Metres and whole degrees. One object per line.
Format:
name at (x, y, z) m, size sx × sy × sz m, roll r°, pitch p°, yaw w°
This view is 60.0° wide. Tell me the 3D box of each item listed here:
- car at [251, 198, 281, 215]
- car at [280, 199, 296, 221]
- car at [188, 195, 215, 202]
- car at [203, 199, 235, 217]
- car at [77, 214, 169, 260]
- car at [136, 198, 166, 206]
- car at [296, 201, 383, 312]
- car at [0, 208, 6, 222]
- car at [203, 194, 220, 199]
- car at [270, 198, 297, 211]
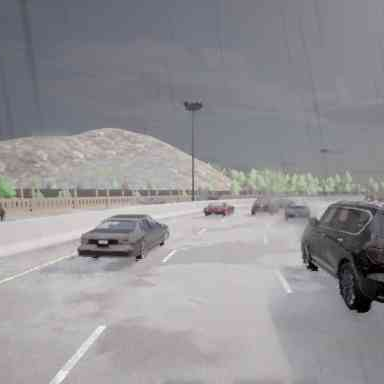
car at (7.418, 1.348, 33.416) m, size 2.097 × 1.767 × 4.553 m, roll 0°, pitch 0°, yaw 23°
car at (8.483, 1.488, 26.603) m, size 2.128 × 1.511 × 4.902 m, roll 0°, pitch 0°, yaw 19°
car at (0.840, 1.486, 44.585) m, size 2.128 × 1.511 × 4.902 m, roll 0°, pitch 0°, yaw 28°
car at (2.668, 1.597, 31.181) m, size 1.895 × 1.301 × 4.718 m, roll 0°, pitch 0°, yaw 20°
car at (-2.263, 1.546, 12.417) m, size 2.033 × 1.411 × 5.357 m, roll 0°, pitch 0°, yaw 9°
car at (-4.978, 1.487, 40.527) m, size 2.128 × 1.511 × 4.902 m, roll 0°, pitch 0°, yaw 24°
car at (4.177, 1.220, 7.750) m, size 2.150 × 2.045 × 5.566 m, roll 0°, pitch 0°, yaw 6°
car at (-14.757, 1.503, 22.112) m, size 1.837 × 1.490 × 4.892 m, roll 0°, pitch 0°, yaw 13°
car at (3.042, 1.304, 61.591) m, size 2.150 × 2.045 × 5.566 m, roll 0°, pitch 0°, yaw 36°
car at (11.754, 1.542, 42.519) m, size 2.033 × 1.411 × 5.357 m, roll 0°, pitch 0°, yaw 31°
